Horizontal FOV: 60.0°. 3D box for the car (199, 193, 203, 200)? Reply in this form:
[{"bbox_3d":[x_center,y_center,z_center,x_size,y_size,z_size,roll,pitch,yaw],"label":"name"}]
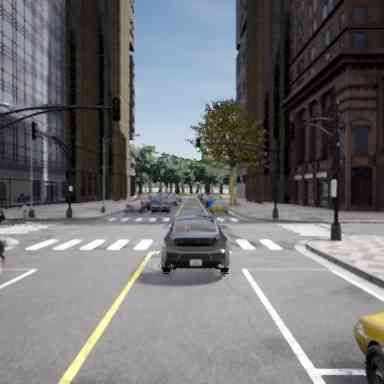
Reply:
[{"bbox_3d":[2.761,1.396,62.480,1.887,1.381,4.507,-1,0,0],"label":"car"}]

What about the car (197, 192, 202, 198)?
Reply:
[{"bbox_3d":[2.760,1.122,73.838,2.192,1.841,5.009,-1,0,0],"label":"car"}]

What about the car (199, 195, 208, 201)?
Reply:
[{"bbox_3d":[2.762,1.336,79.518,2.008,1.369,4.403,-1,0,0],"label":"car"}]

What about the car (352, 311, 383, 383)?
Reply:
[{"bbox_3d":[2.753,1.524,2.070,1.752,1.417,4.829,-1,0,0],"label":"car"}]

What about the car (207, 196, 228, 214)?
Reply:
[{"bbox_3d":[2.757,1.467,34.253,1.752,1.417,4.829,-1,0,0],"label":"car"}]

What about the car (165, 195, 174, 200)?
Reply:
[{"bbox_3d":[-5.762,1.344,85.193,1.802,1.307,4.206,0,0,0],"label":"car"}]

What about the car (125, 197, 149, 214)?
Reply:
[{"bbox_3d":[-5.767,1.524,34.076,1.802,1.307,4.206,-1,0,0],"label":"car"}]

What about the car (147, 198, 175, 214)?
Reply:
[{"bbox_3d":[-3.093,1.542,34.072,1.895,1.301,4.718,0,0,0],"label":"car"}]

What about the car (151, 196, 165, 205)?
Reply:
[{"bbox_3d":[-5.765,1.423,56.795,2.008,1.369,4.403,-1,0,0],"label":"car"}]

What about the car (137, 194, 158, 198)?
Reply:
[{"bbox_3d":[-5.770,1.242,39.755,2.192,1.841,5.009,-1,0,0],"label":"car"}]

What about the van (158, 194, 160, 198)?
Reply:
[{"bbox_3d":[-5.769,1.252,45.435,1.690,1.788,3.998,-1,0,0],"label":"van"}]

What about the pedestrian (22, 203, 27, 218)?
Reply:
[{"bbox_3d":[-12.521,1.343,24.910,0.500,1.100,0.500,0,0,0],"label":"pedestrian"}]

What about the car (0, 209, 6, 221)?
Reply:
[{"bbox_3d":[-14.628,1.406,21.839,4.181,1.385,1.994,1,1,1],"label":"car"}]

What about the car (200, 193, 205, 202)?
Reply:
[{"bbox_3d":[2.760,1.397,56.971,1.752,1.417,4.829,-1,0,0],"label":"car"}]

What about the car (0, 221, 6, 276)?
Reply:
[{"bbox_3d":[-5.771,1.558,7.105,1.947,1.339,4.313,-1,0,0],"label":"car"}]

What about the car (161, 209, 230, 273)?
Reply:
[{"bbox_3d":[0.097,1.492,10.591,1.837,1.490,4.892,0,0,0],"label":"car"}]

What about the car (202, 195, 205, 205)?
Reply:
[{"bbox_3d":[2.759,1.477,45.443,1.947,1.339,4.313,-1,0,0],"label":"car"}]

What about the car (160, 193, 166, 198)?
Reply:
[{"bbox_3d":[-5.768,1.207,51.115,2.192,1.841,5.009,-1,0,0],"label":"car"}]

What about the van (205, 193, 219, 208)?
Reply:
[{"bbox_3d":[2.756,1.268,39.763,1.690,1.788,3.998,-1,0,0],"label":"van"}]

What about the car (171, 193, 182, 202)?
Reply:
[{"bbox_3d":[-2.998,1.432,66.405,1.895,1.301,4.718,0,0,0],"label":"car"}]

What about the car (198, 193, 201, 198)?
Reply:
[{"bbox_3d":[2.761,1.380,68.160,2.008,1.369,4.403,-1,0,0],"label":"car"}]

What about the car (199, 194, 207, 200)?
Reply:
[{"bbox_3d":[2.763,1.313,85.196,2.008,1.369,4.403,0,0,0],"label":"car"}]

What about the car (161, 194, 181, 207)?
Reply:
[{"bbox_3d":[-3.073,1.402,49.877,1.837,1.490,4.892,0,0,0],"label":"car"}]

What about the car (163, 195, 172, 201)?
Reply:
[{"bbox_3d":[-5.763,1.329,79.513,1.887,1.381,4.507,0,0,0],"label":"car"}]
